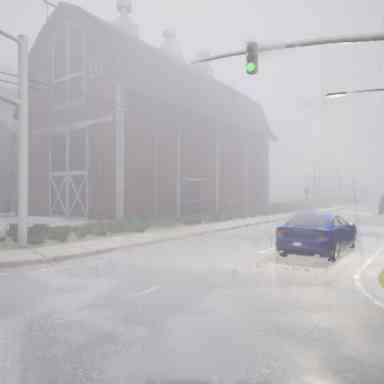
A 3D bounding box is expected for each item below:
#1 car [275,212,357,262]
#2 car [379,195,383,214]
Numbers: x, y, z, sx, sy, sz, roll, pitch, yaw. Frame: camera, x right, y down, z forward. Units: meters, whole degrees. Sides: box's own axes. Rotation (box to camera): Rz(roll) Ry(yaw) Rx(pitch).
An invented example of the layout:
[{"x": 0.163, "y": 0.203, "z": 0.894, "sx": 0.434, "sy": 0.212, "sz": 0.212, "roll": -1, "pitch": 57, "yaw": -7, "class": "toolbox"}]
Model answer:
[{"x": 4.782, "y": 1.496, "z": 12.437, "sx": 1.882, "sy": 1.535, "sz": 5.008, "roll": 0, "pitch": 0, "yaw": 36, "class": "car"}, {"x": 20.598, "y": 1.265, "z": 33.994, "sx": 2.150, "sy": 2.045, "sz": 5.566, "roll": 0, "pitch": 0, "yaw": 36, "class": "car"}]
